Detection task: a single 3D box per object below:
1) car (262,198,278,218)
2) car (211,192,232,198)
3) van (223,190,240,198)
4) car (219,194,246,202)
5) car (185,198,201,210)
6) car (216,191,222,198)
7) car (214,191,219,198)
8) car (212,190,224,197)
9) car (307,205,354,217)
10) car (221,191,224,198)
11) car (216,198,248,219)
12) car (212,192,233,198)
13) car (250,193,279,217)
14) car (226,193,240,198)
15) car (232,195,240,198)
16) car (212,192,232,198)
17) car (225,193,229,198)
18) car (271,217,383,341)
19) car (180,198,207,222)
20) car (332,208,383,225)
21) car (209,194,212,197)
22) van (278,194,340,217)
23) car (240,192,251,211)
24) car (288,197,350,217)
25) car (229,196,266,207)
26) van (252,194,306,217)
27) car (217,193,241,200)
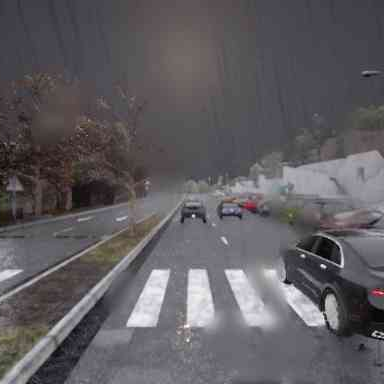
[{"bbox_3d":[8.064,1.455,24.423,4.892,1.521,2.231,1,0,-20],"label":"car"},{"bbox_3d":[8.243,0.760,93.106,5.366,1.575,1.946,1,0,-20],"label":"car"},{"bbox_3d":[7.965,1.062,54.215,4.442,1.987,1.878,0,1,-20],"label":"van"},{"bbox_3d":[8.096,1.136,66.216,4.792,1.488,2.163,0,1,-20],"label":"car"},{"bbox_3d":[0.100,1.472,42.870,1.994,1.385,4.181,0,0,0],"label":"car"},{"bbox_3d":[7.896,1.150,63.154,5.366,1.575,1.946,0,1,-20],"label":"car"},{"bbox_3d":[7.896,1.053,69.119,5.366,1.575,1.946,0,1,-20],"label":"car"},{"bbox_3d":[8.079,0.893,81.107,4.892,1.521,2.231,1,1,-20],"label":"car"},{"bbox_3d":[8.066,1.507,15.477,4.674,1.452,2.002,1,0,-20],"label":"car"},{"bbox_3d":[8.042,1.121,57.243,4.553,1.767,2.185,0,1,-20],"label":"car"},{"bbox_3d":[3.100,1.507,28.394,2.033,1.411,5.357,0,0,0],"label":"car"},{"bbox_3d":[8.075,0.822,87.073,5.008,1.535,2.097,1,1,-20],"label":"car"},{"bbox_3d":[8.049,1.198,27.392,5.566,2.045,2.435,1,0,-20],"label":"car"},{"bbox_3d":[7.898,1.375,45.244,5.366,1.575,1.946,1,1,-20],"label":"car"},{"bbox_3d":[8.042,1.431,42.317,4.792,1.488,2.163,1,1,-20],"label":"car"},{"bbox_3d":[8.062,0.793,90.058,4.892,1.521,2.231,1,0,-20],"label":"car"},{"bbox_3d":[8.065,1.362,51.286,4.674,1.452,2.002,1,0,-20],"label":"car"},{"bbox_3d":[3.100,1.495,6.601,1.837,1.490,4.892,0,0,0],"label":"car"},{"bbox_3d":[0.100,1.465,25.952,1.837,1.490,4.892,0,0,0],"label":"car"},{"bbox_3d":[8.045,1.501,12.458,4.792,1.488,2.163,1,0,-20],"label":"car"},{"bbox_3d":[8.098,0.604,84.106,5.566,2.045,2.435,1,0,-20],"label":"car"},{"bbox_3d":[8.182,1.234,21.484,4.442,1.987,1.878,1,0,-20],"label":"van"},{"bbox_3d":[8.100,1.190,33.388,5.566,2.045,2.435,1,0,-20],"label":"car"},{"bbox_3d":[8.043,1.337,18.449,4.553,1.767,2.185,1,0,-20],"label":"car"},{"bbox_3d":[8.096,1.386,48.314,4.792,1.488,2.163,1,0,-20],"label":"car"},{"bbox_3d":[7.965,1.219,30.345,4.442,1.987,1.878,1,0,-20],"label":"van"},{"bbox_3d":[8.065,1.053,72.168,4.674,1.452,2.002,0,1,-20],"label":"car"}]
